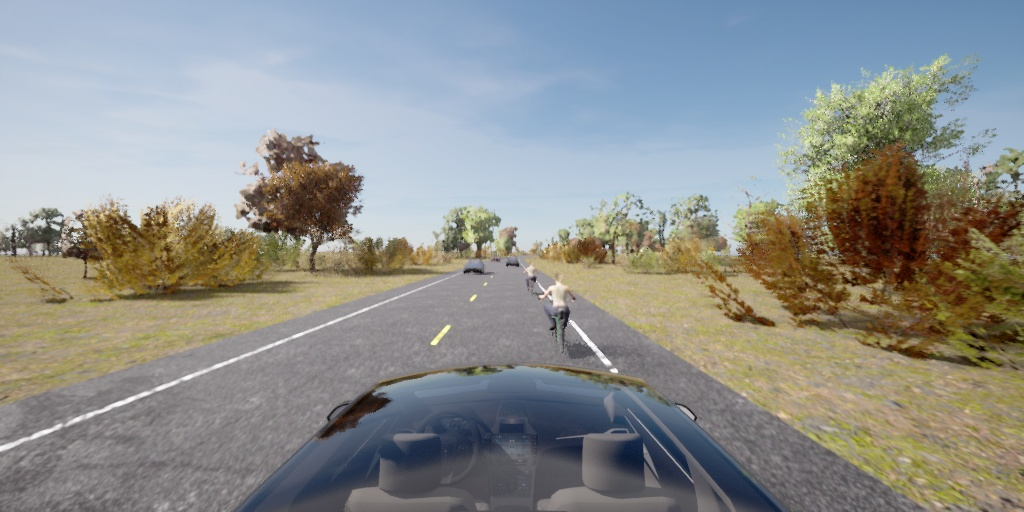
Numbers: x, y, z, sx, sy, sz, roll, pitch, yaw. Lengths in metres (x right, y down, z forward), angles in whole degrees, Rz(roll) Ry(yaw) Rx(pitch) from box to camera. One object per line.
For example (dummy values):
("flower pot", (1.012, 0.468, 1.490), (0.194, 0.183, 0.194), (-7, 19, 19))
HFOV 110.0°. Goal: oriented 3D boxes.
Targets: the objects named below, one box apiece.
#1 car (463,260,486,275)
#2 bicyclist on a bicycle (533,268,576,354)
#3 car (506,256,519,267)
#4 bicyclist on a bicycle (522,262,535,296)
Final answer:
("car", (-3.601, 1.056, 35.040), (2.033, 1.411, 5.357), (0, 0, 0))
("bicyclist on a bicycle", (0.981, 1.146, 7.637), (0.866, 1.612, 1.509), (0, 0, 0))
("car", (0.095, 0.903, 55.574), (1.994, 1.385, 4.181), (0, 0, 0))
("bicyclist on a bicycle", (0.939, 1.076, 17.513), (0.866, 1.612, 1.509), (0, 0, 0))
